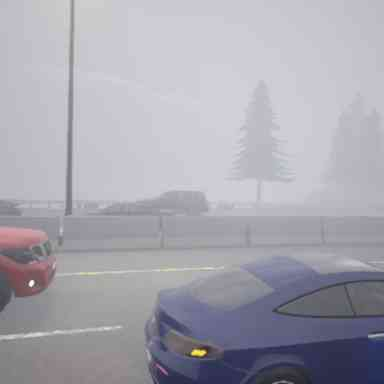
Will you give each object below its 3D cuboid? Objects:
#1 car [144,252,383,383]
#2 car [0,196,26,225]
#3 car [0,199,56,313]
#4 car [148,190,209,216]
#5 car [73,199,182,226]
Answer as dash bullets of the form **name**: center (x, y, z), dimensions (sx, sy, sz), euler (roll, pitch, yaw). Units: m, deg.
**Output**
- **car**: center (1.782, 1.508, 4.025), dimensions (4.674, 1.442, 1.812), euler (1, 1, -14)
- **car**: center (-12.125, 0.996, 18.453), dimensions (4.902, 1.511, 2.128), euler (1, 1, -17)
- **car**: center (-5.349, 1.026, 5.727), dimensions (5.566, 2.045, 2.150), euler (1, 1, -17)
- **car**: center (-1.477, 0.883, 25.046), dimensions (5.566, 2.045, 2.150), euler (1, 1, -13)
- **car**: center (-3.500, 1.255, 17.352), dimensions (5.357, 1.411, 2.033), euler (1, 1, -15)
